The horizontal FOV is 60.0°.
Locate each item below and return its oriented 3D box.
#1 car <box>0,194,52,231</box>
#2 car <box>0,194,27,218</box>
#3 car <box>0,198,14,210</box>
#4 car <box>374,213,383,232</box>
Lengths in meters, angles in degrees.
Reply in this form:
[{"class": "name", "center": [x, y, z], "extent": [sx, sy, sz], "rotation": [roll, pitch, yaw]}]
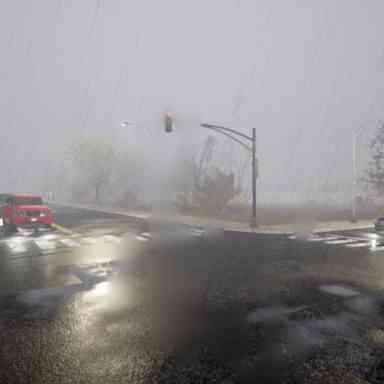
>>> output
[{"class": "car", "center": [-10.480, 1.198, 20.998], "extent": [2.150, 2.045, 5.566], "rotation": [0, 0, -35]}, {"class": "car", "center": [-17.060, 1.182, 31.339], "extent": [2.150, 2.045, 5.566], "rotation": [0, 0, -33]}, {"class": "car", "center": [-24.170, 1.487, 42.498], "extent": [2.033, 1.411, 5.357], "rotation": [0, 0, -32]}, {"class": "car", "center": [13.276, 1.747, 20.833], "extent": [4.892, 1.490, 1.837], "rotation": [1, 0, -36]}]
